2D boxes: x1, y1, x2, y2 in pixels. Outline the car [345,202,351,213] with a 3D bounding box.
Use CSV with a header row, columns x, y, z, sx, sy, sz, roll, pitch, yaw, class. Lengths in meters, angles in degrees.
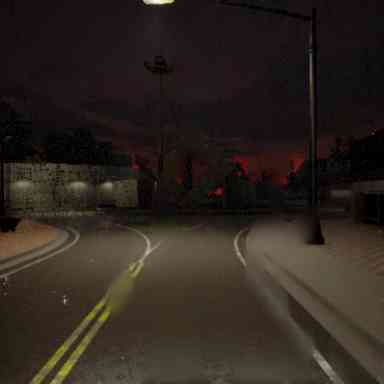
x,y,z,sx,sy,sz,roll,pitch,yaw,class
21.188,2.027,43.413,1.994,1.385,4.181,0,-1,24,car
